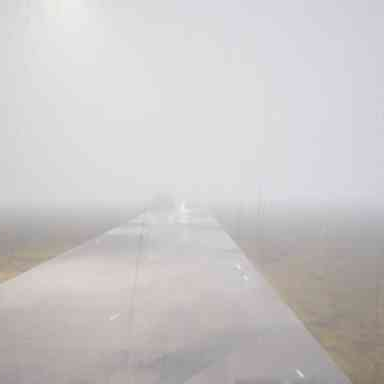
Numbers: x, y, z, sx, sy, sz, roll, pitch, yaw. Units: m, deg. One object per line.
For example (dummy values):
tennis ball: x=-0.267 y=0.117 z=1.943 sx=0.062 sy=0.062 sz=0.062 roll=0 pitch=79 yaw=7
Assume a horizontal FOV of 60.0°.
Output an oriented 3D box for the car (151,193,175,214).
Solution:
car: x=-2.891 y=1.087 z=34.317 sx=2.150 sy=2.045 sz=5.566 roll=0 pitch=0 yaw=0

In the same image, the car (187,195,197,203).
car: x=0.010 y=1.227 z=62.551 sx=1.812 sy=1.442 sz=4.674 roll=0 pitch=0 yaw=0

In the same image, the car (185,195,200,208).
car: x=0.041 y=1.336 z=43.496 sx=1.812 sy=1.442 sz=4.674 roll=0 pitch=0 yaw=0
